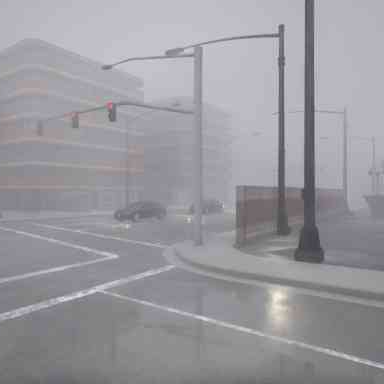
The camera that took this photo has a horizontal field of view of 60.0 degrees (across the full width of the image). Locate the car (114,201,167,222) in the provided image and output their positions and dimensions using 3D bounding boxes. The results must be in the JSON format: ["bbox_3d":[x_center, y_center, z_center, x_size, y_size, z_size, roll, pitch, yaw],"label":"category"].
[{"bbox_3d":[-3.996,1.505,26.359,1.837,1.490,4.892,0,0,35],"label":"car"}]

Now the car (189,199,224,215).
[{"bbox_3d":[1.597,1.505,34.480,1.837,1.490,4.892,0,0,35],"label":"car"}]
